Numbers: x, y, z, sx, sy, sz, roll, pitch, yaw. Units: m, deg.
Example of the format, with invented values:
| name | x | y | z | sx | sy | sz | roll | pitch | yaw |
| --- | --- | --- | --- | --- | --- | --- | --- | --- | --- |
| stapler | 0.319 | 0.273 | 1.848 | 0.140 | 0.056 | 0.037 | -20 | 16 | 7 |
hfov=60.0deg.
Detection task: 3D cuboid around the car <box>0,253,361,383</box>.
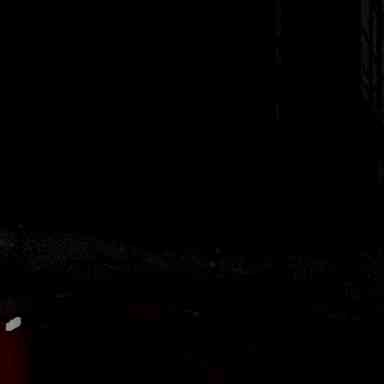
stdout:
| name | x | y | z | sx | sy | sz | roll | pitch | yaw |
| --- | --- | --- | --- | --- | --- | --- | --- | --- | --- |
| car | -0.710 | 1.536 | 3.475 | 4.507 | 1.381 | 1.887 | 0 | 0 | 36 |
